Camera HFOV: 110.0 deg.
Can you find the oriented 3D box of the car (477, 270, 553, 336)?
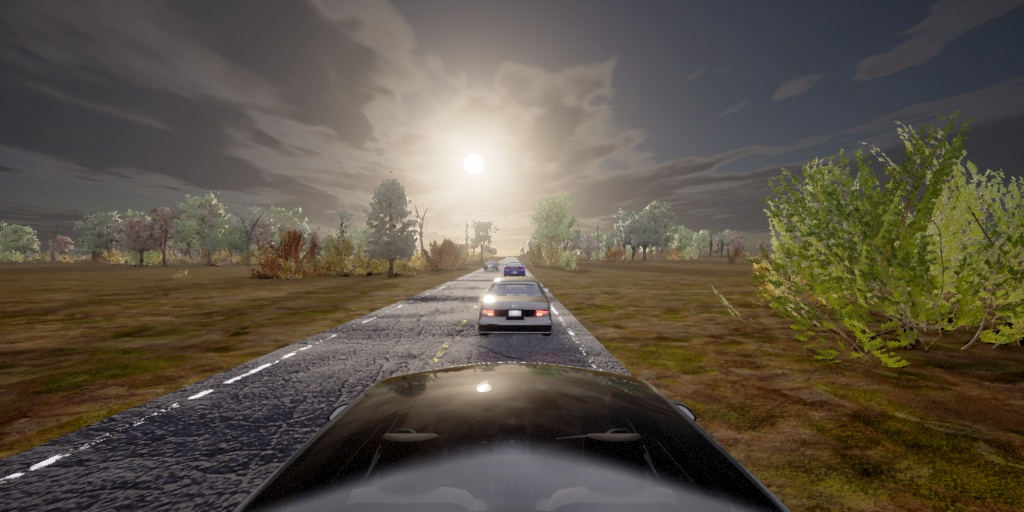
[{"bbox_3d":[0.118,1.298,10.355,2.033,1.411,5.357,0,0,1],"label":"car"}]

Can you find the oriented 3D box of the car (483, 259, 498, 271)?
[{"bbox_3d":[-2.885,1.222,49.456,2.128,1.511,4.902,0,0,0],"label":"car"}]

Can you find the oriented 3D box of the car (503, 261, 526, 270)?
[{"bbox_3d":[0.228,1.221,32.578,1.882,1.535,5.008,0,0,0],"label":"car"}]
